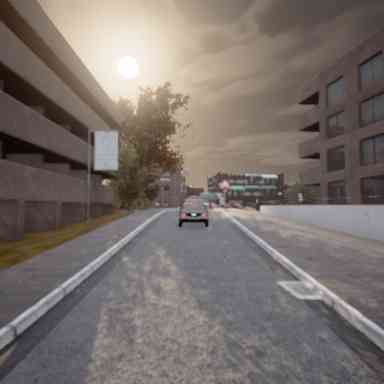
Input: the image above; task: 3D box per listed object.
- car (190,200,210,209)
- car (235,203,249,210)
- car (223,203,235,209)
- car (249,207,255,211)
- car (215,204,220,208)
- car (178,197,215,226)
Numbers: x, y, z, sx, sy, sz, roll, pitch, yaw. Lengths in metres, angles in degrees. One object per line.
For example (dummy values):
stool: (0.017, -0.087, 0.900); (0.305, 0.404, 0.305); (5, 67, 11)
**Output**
car: (1.935, 3.060, 81.114); (2.435, 2.045, 5.566); (2, -4, -30)
car: (10.784, 3.794, 82.756); (2.435, 2.045, 5.566); (8, -5, -30)
car: (7.787, 3.618, 82.198); (2.185, 1.767, 4.553); (7, -5, -30)
car: (13.617, 4.342, 83.449); (1.946, 1.575, 5.366); (7, -5, -30)
car: (4.815, 3.361, 81.701); (2.185, 1.767, 4.553); (5, -4, -31)
car: (0.091, 1.297, 21.087); (2.033, 1.411, 5.357); (0, 1, 0)
